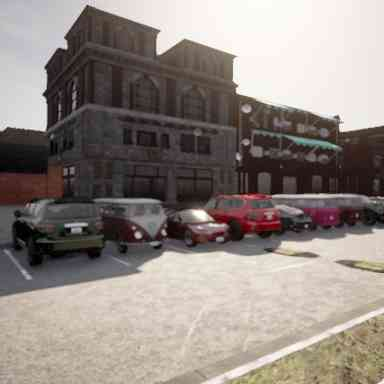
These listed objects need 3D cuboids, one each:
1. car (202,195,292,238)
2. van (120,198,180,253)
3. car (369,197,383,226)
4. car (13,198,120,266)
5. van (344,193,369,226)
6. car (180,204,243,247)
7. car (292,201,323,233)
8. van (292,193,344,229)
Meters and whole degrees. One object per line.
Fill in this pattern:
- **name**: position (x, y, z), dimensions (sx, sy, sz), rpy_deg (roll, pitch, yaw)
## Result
- **car**: position (1.872, 1.188, 16.787), dimensions (2.435, 2.045, 5.566), rpy_deg (0, 0, -35)
- **van**: position (-2.584, 1.238, 13.461), dimensions (1.878, 1.987, 4.442), rpy_deg (0, 0, -35)
- **car**: position (11.074, 1.115, 23.234), dimensions (2.435, 2.045, 5.566), rpy_deg (-1, 0, -35)
- **car**: position (-4.937, 1.222, 11.978), dimensions (2.435, 2.045, 5.566), rpy_deg (0, 0, -35)
- **van**: position (8.625, 1.162, 21.676), dimensions (1.878, 1.987, 4.442), rpy_deg (-1, 0, -35)
- **car**: position (-0.261, 1.482, 15.211), dimensions (2.163, 1.488, 4.792), rpy_deg (0, 0, -35)
- **car**: position (4.262, 1.425, 18.434), dimensions (2.231, 1.521, 4.892), rpy_deg (-1, 0, -35)
- **van**: position (6.459, 1.181, 20.143), dimensions (1.878, 1.987, 4.442), rpy_deg (0, 0, -35)
